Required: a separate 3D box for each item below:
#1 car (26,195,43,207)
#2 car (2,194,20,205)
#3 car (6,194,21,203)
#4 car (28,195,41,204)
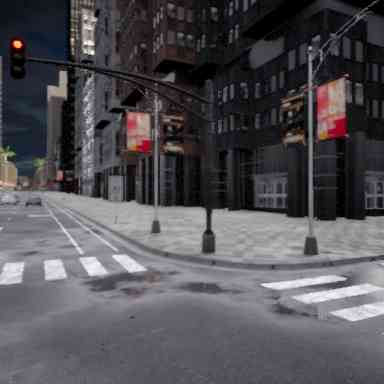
[{"bbox_3d":[-20.931,1.193,44.186,2.128,1.511,4.902,0,0,-25],"label":"car"},{"bbox_3d":[-26.538,1.172,48.422,1.812,1.442,4.674,0,0,-25],"label":"car"},{"bbox_3d":[-30.800,1.120,57.397,2.033,1.411,5.357,0,0,-25],"label":"car"},{"bbox_3d":[-25.386,1.228,53.571,1.895,1.301,4.718,0,0,-25],"label":"car"}]
